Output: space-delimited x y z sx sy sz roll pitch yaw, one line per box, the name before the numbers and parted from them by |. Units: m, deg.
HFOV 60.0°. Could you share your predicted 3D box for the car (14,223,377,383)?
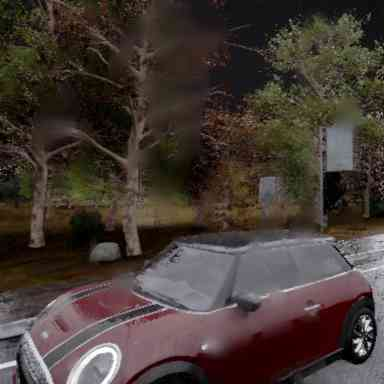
car | 0.331 1.356 4.234 4.553 1.767 2.097 0 0 -35
